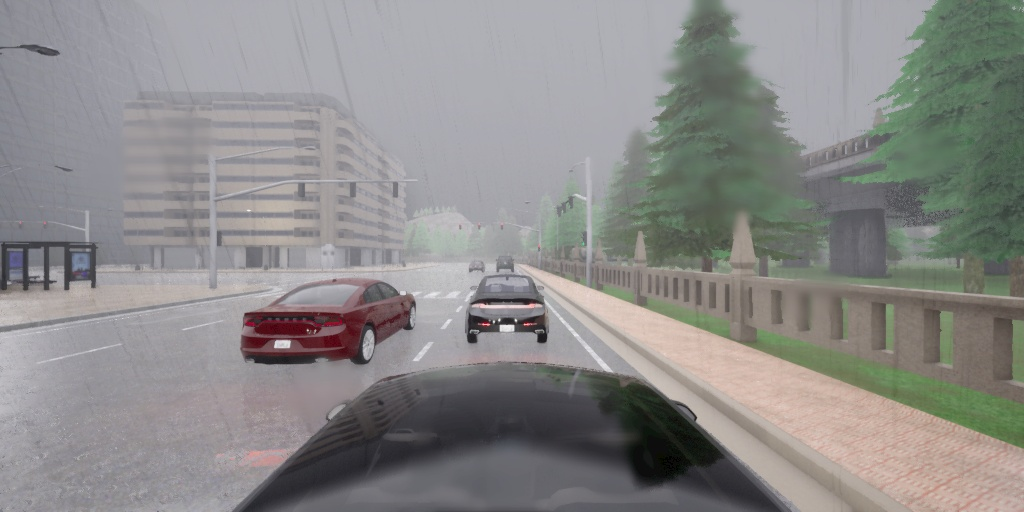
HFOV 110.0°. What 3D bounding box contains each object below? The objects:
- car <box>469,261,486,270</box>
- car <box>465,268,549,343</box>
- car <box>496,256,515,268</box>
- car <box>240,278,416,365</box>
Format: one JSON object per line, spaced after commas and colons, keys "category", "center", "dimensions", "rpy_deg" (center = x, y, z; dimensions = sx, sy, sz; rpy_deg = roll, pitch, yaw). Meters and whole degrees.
{"category": "car", "center": [-4.367, 1.298, 45.005], "dimensions": [2.033, 1.411, 5.357], "rpy_deg": [0, 0, -1]}
{"category": "car", "center": [-0.127, 1.242, 9.643], "dimensions": [2.128, 1.511, 4.902], "rpy_deg": [0, 0, -1]}
{"category": "car", "center": [-0.864, 0.972, 45.329], "dimensions": [2.150, 2.045, 5.566], "rpy_deg": [0, 0, -1]}
{"category": "car", "center": [-3.595, 1.228, 8.081], "dimensions": [1.882, 1.535, 5.008], "rpy_deg": [0, 0, 0]}
